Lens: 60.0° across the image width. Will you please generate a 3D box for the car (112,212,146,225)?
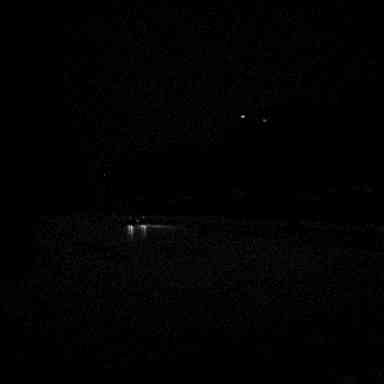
[{"bbox_3d":[-6.700,2.721,34.960,1.895,1.301,4.718,0,-2,-36],"label":"car"}]
